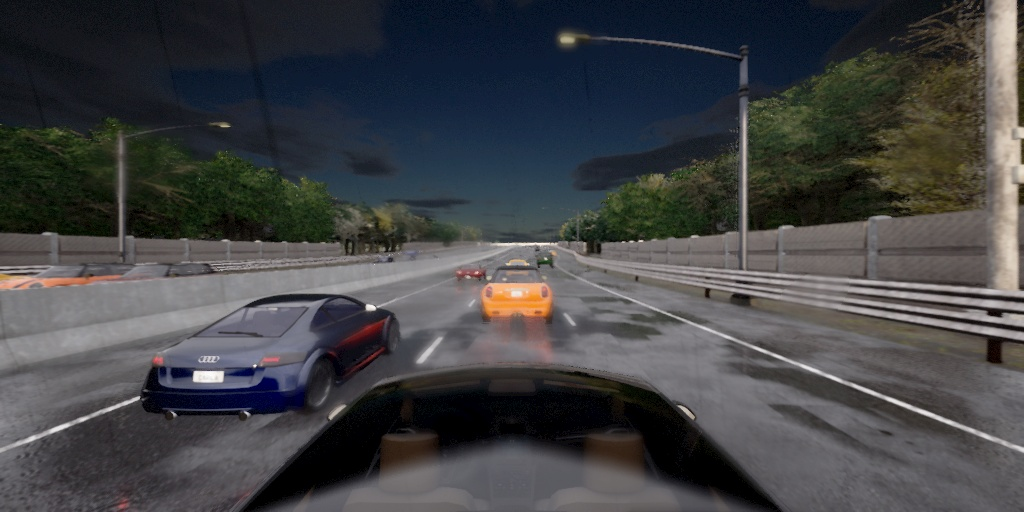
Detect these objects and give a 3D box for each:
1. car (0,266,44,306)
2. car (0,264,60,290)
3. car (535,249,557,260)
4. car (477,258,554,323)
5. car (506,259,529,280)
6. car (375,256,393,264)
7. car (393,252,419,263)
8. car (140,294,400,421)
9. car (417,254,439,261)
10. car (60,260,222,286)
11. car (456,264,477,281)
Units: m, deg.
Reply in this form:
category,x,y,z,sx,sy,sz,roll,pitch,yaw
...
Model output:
category,x,y,z,sx,sy,sz,roll,pitch,yaw
car,-21.028,1.198,12.856,1.882,1.535,5.008,0,0,1
car,-17.508,1.067,14.459,2.097,1.767,4.553,0,0,1
car,4.486,0.470,48.875,2.150,2.045,5.566,0,1,2
car,0.167,1.080,12.183,2.097,1.767,4.553,0,0,0
car,0.501,1.084,31.082,1.882,1.535,5.008,0,1,1
car,-19.768,0.657,56.022,1.994,1.385,4.181,0,2,3
car,-16.273,0.595,55.947,1.837,1.490,4.892,0,2,3
car,-3.376,1.310,6.005,1.994,1.385,4.181,0,0,0
car,-12.772,0.593,55.889,1.837,1.490,4.892,0,2,3
car,-14.010,1.068,14.286,2.097,1.767,4.553,0,0,1
car,-3.078,1.240,28.092,1.895,1.301,4.718,0,1,1
